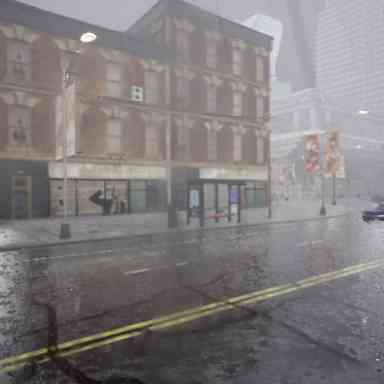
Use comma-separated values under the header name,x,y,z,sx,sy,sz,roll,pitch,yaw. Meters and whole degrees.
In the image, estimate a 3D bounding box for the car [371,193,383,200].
name,x,y,z,sx,sy,sz,roll,pitch,yaw
car,34.874,0.903,60.492,2.002,1.452,4.674,-1,0,-16

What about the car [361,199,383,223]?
name,x,y,z,sx,sy,sz,roll,pitch,yaw
car,13.175,1.372,22.321,4.718,1.301,1.895,-1,0,-42
